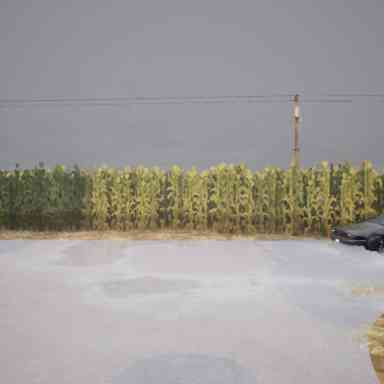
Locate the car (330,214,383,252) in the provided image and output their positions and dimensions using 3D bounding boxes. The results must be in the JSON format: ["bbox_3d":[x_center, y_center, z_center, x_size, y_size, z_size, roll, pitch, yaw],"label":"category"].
[{"bbox_3d":[8.403,1.527,13.109,5.357,1.411,2.033,0,0,0],"label":"car"}]
